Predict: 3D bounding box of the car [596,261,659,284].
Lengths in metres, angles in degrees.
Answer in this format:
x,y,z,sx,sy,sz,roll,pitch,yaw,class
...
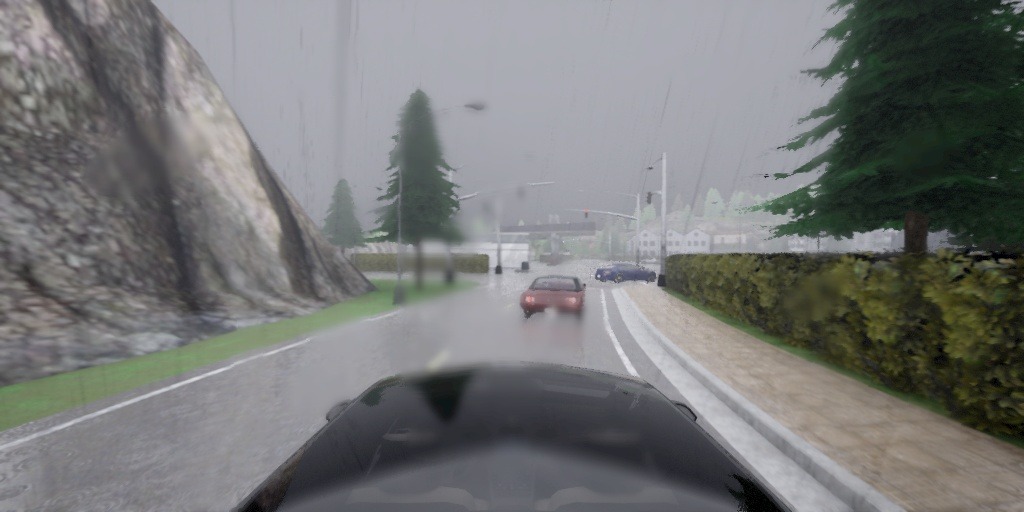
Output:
x,y,z,sx,sy,sz,roll,pitch,yaw,class
8.376,1.268,26.287,4.674,1.442,1.812,0,-1,-20,car

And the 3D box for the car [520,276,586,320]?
x,y,z,sx,sy,sz,roll,pitch,yaw,class
1.638,1.334,12.619,1.895,1.301,4.718,0,0,13,car
